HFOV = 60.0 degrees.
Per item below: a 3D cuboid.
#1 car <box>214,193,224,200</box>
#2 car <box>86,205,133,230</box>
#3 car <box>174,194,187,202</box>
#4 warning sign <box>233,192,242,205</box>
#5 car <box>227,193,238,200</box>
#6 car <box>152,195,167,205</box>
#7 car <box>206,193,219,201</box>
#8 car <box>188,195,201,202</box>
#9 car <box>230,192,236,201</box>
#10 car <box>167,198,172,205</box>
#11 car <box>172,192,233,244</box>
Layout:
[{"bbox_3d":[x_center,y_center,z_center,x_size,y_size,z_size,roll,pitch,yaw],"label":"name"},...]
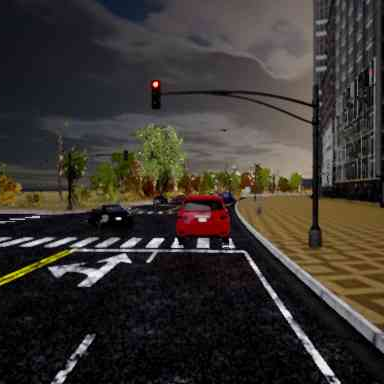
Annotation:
[{"bbox_3d":[6.631,1.056,81.098,1.812,1.442,4.674,0,0,14],"label":"car"},{"bbox_3d":[-5.171,1.477,20.561,1.994,1.385,4.181,0,0,-30],"label":"car"},{"bbox_3d":[-2.398,1.241,70.264,1.812,1.442,4.674,0,0,11],"label":"car"},{"bbox_3d":[6.653,0.920,48.819,1.300,1.860,1.060,0,0,8],"label":"warning sign"},{"bbox_3d":[9.893,1.080,80.764,2.128,1.511,4.902,0,0,14],"label":"car"},{"bbox_3d":[-5.167,1.299,55.129,1.812,1.442,4.674,0,0,9],"label":"car"},{"bbox_3d":[4.467,1.067,71.369,2.097,1.767,4.553,0,0,12],"label":"car"},{"bbox_3d":[0.543,1.324,68.374,1.895,1.301,4.718,0,0,11],"label":"car"},{"bbox_3d":[7.585,0.943,70.411,2.150,2.045,5.566,0,0,12],"label":"car"},{"bbox_3d":[-2.204,1.347,53.088,1.994,1.385,4.181,0,0,9],"label":"car"},{"bbox_3d":[0.576,1.158,15.560,2.150,2.045,5.566,0,0,3],"label":"car"}]
